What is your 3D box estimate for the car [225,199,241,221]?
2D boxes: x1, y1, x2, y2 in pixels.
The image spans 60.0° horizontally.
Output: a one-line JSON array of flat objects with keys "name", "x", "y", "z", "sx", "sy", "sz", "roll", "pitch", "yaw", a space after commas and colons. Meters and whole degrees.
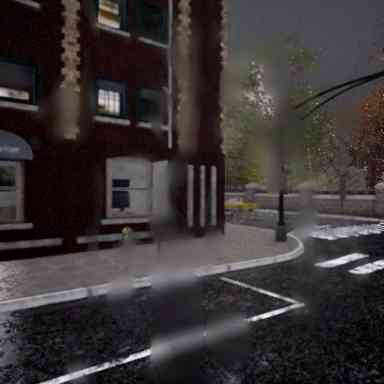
[{"name": "car", "x": 1.132, "y": 1.279, "z": 23.660, "sx": 1.802, "sy": 1.307, "sz": 4.206, "roll": 2, "pitch": 0, "yaw": -36}]

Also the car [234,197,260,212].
[{"name": "car", "x": 4.551, "y": 1.164, "z": 33.201, "sx": 1.752, "sy": 1.417, "sz": 4.829, "roll": 2, "pitch": 0, "yaw": -36}]
